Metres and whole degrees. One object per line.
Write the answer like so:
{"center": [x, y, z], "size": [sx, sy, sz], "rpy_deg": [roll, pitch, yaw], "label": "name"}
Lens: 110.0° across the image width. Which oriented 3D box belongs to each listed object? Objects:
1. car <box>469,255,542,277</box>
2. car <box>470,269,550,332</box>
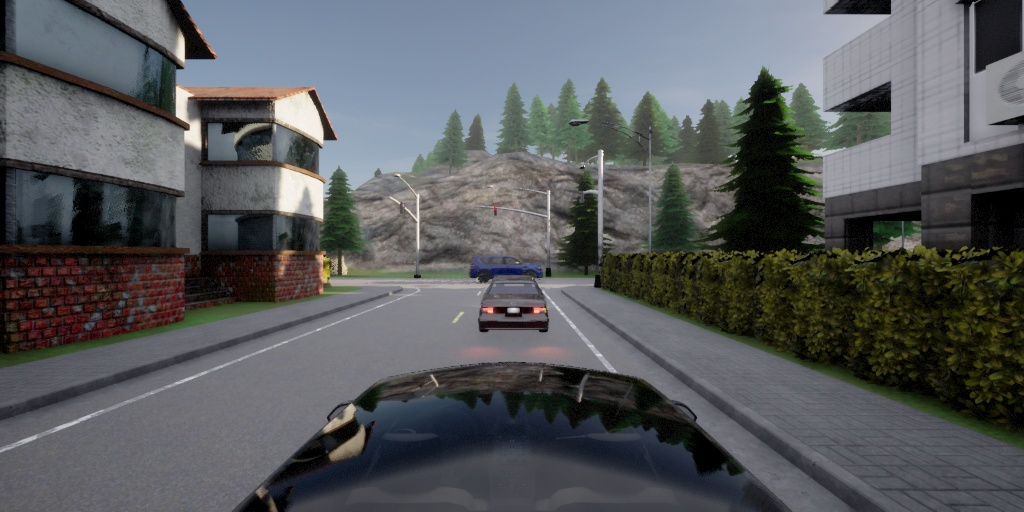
{"center": [-0.431, 0.971, 26.755], "size": [5.566, 2.045, 2.150], "rpy_deg": [0, 0, 1], "label": "car"}
{"center": [0.055, 1.297, 10.768], "size": [2.033, 1.411, 5.357], "rpy_deg": [0, 0, 1], "label": "car"}
